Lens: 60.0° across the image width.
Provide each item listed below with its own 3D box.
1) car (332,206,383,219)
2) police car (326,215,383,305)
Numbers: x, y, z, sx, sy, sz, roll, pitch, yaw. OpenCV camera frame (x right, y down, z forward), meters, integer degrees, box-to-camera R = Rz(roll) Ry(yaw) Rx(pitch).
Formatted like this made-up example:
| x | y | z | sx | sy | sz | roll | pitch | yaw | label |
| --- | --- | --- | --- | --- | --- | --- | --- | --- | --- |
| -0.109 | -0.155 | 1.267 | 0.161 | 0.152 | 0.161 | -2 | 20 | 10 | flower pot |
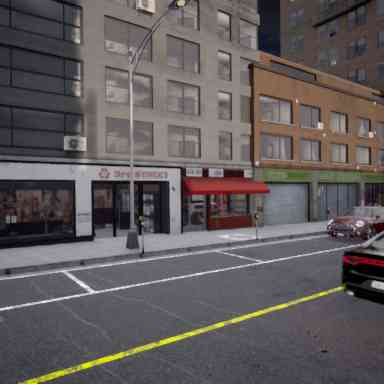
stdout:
| x | y | z | sx | sy | sz | roll | pitch | yaw | label |
| --- | --- | --- | --- | --- | --- | --- | --- | --- | --- |
| 8.456 | 1.435 | 16.440 | 4.097 | 1.590 | 1.967 | 0 | -1 | -35 | car |
| 5.324 | 1.423 | 7.232 | 5.238 | 1.638 | 1.930 | 1 | 0 | -36 | police car |
